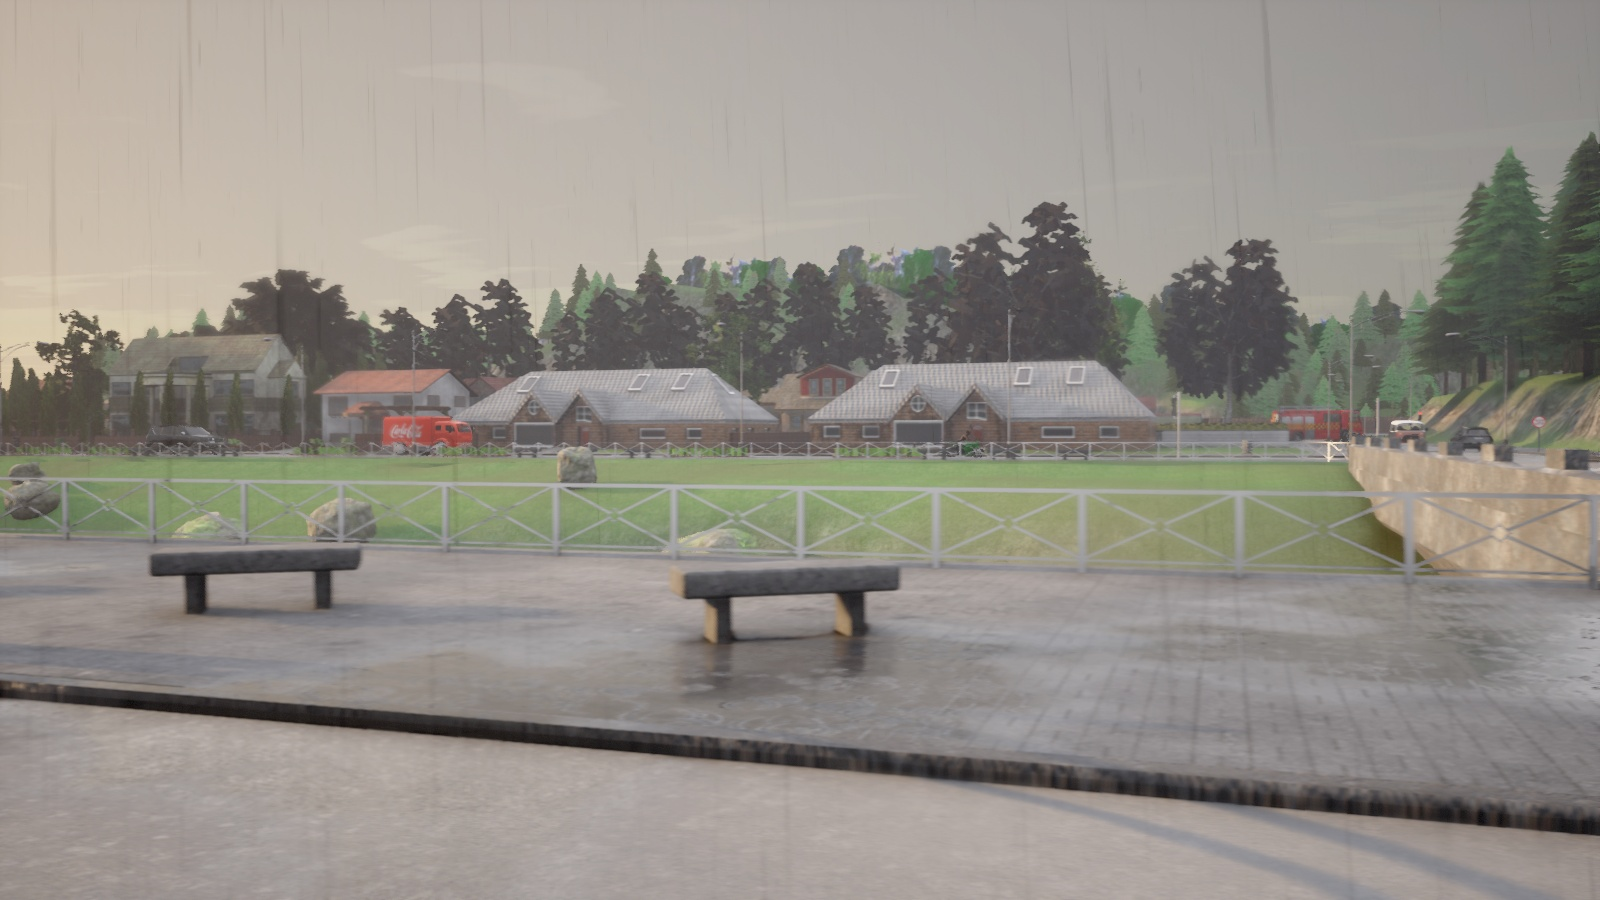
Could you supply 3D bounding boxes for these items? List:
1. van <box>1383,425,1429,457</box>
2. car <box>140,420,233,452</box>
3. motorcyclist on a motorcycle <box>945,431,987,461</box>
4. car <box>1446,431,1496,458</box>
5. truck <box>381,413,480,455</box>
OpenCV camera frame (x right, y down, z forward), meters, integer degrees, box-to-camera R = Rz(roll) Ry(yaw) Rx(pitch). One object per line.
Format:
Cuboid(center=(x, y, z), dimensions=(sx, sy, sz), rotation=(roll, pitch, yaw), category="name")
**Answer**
Cuboid(center=(38.814, -0.593, 80.508), dimensions=(2.069, 2.038, 4.480), rotation=(1, 1, 19), category="van")
Cuboid(center=(-40.196, -0.924, 82.287), dimensions=(5.566, 2.045, 2.150), rotation=(1, 1, 19), category="car")
Cuboid(center=(8.708, -0.213, 65.826), dimensions=(2.044, 1.523, 0.797), rotation=(1, 1, 19), category="motorcyclist on a motorcycle")
Cuboid(center=(43.108, -0.374, 80.728), dimensions=(2.033, 1.649, 4.856), rotation=(1, 1, 19), category="car")
Cuboid(center=(-22.468, -0.967, 76.315), dimensions=(5.204, 2.467, 2.627), rotation=(1, 1, 19), category="truck")
